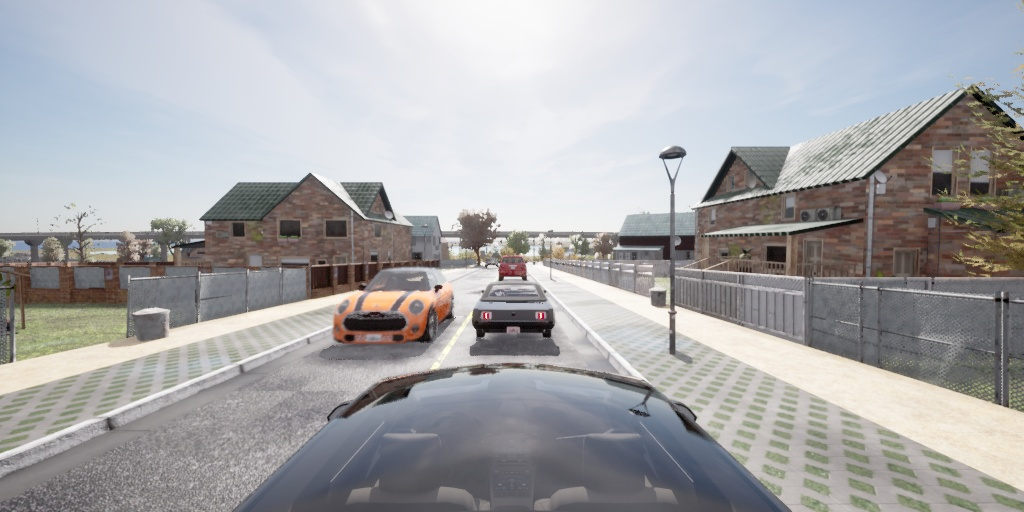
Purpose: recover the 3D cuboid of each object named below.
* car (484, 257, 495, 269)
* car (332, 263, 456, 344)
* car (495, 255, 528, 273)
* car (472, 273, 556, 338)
[{"bbox_3d":[-2.777,0.919,50.592,1.837,1.490,4.892,0,0,0],"label":"car"},{"bbox_3d":[-2.855,1.098,9.629,2.097,1.767,4.553,0,0,0],"label":"car"},{"bbox_3d":[0.066,0.970,28.784,2.150,2.045,5.566,0,0,0],"label":"car"},{"bbox_3d":[0.054,1.347,10.137,1.895,1.301,4.718,0,0,0],"label":"car"}]
